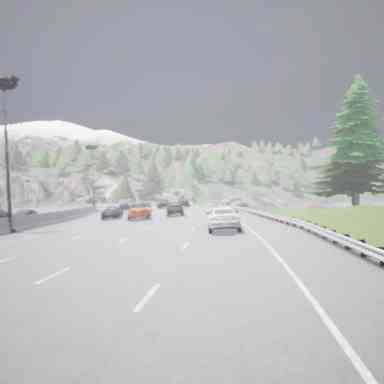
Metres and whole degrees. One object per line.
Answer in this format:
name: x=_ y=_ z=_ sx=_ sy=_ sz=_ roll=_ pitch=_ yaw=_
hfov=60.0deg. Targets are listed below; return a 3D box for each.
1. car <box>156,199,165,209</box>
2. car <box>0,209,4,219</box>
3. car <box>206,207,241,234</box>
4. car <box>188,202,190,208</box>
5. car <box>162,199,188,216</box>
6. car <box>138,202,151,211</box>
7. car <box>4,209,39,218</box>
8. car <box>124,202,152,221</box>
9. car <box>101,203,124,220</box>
car: x=-5.304 y=2.121 z=60.692 sx=2.097 sy=1.767 sz=4.553 roll=-3 pitch=0 yaw=-12
car: x=-23.163 y=2.807 z=38.852 sx=2.097 sy=1.767 sz=4.553 roll=-3 pitch=0 yaw=-5
car: x=1.859 y=1.605 z=20.143 sx=1.812 sy=1.442 sz=4.674 roll=-3 pitch=-1 yaw=2
car: x=-1.723 y=2.098 z=60.869 sx=1.837 sy=1.490 sz=4.892 roll=-2 pitch=-1 yaw=-12
car: x=-1.992 y=1.906 z=37.908 sx=2.128 sy=1.511 sz=4.902 roll=-3 pitch=-1 yaw=-5
car: x=-8.378 y=2.464 z=58.780 sx=1.994 sy=1.385 sz=4.181 roll=-3 pitch=-1 yaw=-11
car: x=-19.670 y=2.805 z=39.131 sx=1.882 sy=1.535 sz=5.008 roll=-3 pitch=0 yaw=-5
car: x=-5.306 y=1.897 z=34.265 sx=2.097 sy=1.767 sz=4.553 roll=-3 pitch=-1 yaw=-3
car: x=-9.004 y=2.318 z=37.745 sx=1.994 sy=1.385 sz=4.181 roll=-3 pitch=0 yaw=-4
